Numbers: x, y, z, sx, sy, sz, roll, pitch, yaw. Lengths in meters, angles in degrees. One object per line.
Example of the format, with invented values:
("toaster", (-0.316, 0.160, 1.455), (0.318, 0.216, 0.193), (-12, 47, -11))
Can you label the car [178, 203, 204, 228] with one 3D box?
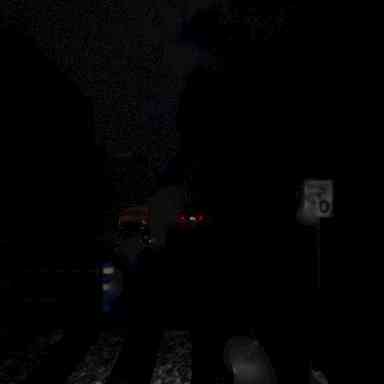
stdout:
("car", (-0.058, 1.816, 24.409), (2.033, 1.411, 5.357), (0, -1, 0))

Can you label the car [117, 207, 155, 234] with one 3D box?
("car", (-3.484, 1.722, 21.426), (1.882, 1.535, 5.008), (0, -1, 0))
